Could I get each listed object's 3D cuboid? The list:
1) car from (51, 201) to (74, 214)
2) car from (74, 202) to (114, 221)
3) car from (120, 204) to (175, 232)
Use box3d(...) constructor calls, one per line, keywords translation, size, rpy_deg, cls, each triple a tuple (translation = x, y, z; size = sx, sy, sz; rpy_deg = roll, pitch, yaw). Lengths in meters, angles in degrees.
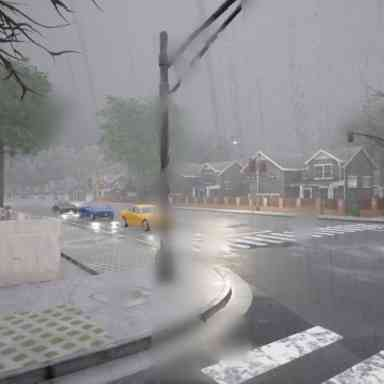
box3d(translation=(-14.656, 1.728, 38.125), size=(2.033, 1.411, 5.357), rpy_deg=(-1, 0, -36), cls="car")
box3d(translation=(-8.564, 1.621, 29.532), size=(1.882, 1.535, 5.008), rpy_deg=(-1, 0, -36), cls="car")
box3d(translation=(-2.981, 1.589, 21.652), size=(1.882, 1.535, 5.008), rpy_deg=(-1, 0, -35), cls="car")
